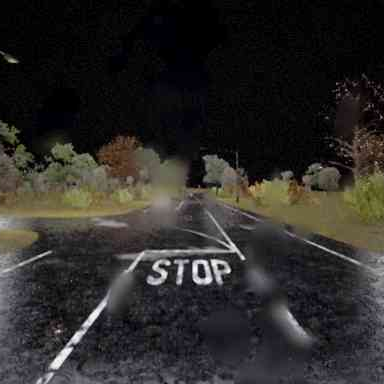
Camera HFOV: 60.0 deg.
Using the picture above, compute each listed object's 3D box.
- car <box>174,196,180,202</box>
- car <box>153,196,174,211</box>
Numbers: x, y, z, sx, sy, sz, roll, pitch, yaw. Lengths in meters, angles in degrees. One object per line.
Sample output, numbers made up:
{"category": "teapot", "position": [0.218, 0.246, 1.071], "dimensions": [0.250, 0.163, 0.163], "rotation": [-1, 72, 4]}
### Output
{"category": "car", "position": [-3.653, 1.437, 72.059], "dimensions": [1.895, 1.301, 4.718], "rotation": [0, 0, 0]}
{"category": "car", "position": [-3.543, 1.458, 40.657], "dimensions": [1.812, 1.442, 4.674], "rotation": [0, 0, 0]}
